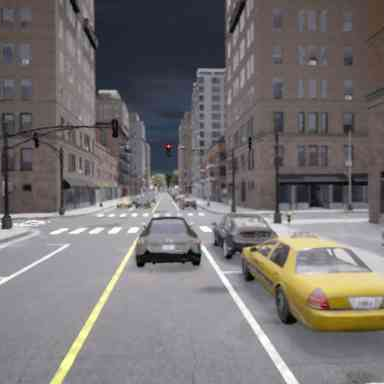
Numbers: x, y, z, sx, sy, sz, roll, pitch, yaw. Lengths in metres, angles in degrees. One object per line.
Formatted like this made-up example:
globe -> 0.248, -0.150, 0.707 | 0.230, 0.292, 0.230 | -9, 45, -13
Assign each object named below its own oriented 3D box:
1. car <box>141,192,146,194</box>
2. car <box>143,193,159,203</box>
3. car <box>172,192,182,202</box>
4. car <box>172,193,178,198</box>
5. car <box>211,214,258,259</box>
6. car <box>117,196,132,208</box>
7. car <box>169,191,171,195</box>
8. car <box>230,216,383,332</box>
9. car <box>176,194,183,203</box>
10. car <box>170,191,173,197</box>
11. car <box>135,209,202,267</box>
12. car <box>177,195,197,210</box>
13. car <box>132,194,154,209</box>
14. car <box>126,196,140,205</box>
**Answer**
car -> -10.635, 1.239, 66.548 | 2.008, 1.369, 4.403 | 0, 0, -5
car -> -7.400, 1.276, 58.802 | 1.994, 1.385, 4.181 | 0, 0, -4
car -> -2.184, 1.099, 61.527 | 1.967, 1.590, 4.097 | 0, 0, -5
car -> -4.915, 0.999, 95.679 | 1.752, 1.417, 4.829 | 0, 0, -5
car -> 1.775, 1.468, 12.084 | 2.008, 1.369, 4.403 | 0, 0, -5
car -> -8.810, 1.336, 43.726 | 1.752, 1.417, 4.829 | 0, 0, -5
car -> -4.449, 1.071, 89.846 | 1.947, 1.339, 4.313 | 0, 0, -5
car -> 2.197, 1.470, 6.865 | 1.752, 1.417, 4.829 | 0, 0, -5
car -> -0.824, 1.332, 44.537 | 1.802, 1.307, 4.206 | 0, 0, -5
car -> -3.091, 0.912, 72.854 | 2.192, 1.841, 5.009 | 0, 0, -5
car -> -0.806, 1.504, 11.271 | 1.994, 1.385, 4.181 | 0, 0, -5
car -> -0.371, 1.330, 38.874 | 2.008, 1.369, 4.403 | 0, 0, -5
car -> -6.095, 1.307, 41.845 | 1.837, 1.490, 4.892 | 0, 0, -4
car -> -9.729, 1.315, 55.222 | 1.947, 1.339, 4.313 | 0, 0, -5
